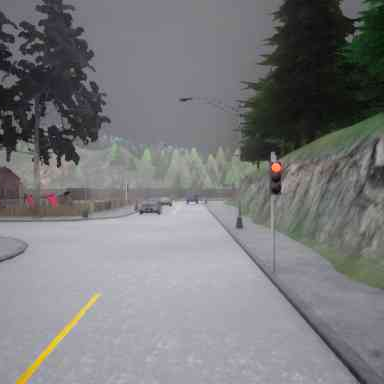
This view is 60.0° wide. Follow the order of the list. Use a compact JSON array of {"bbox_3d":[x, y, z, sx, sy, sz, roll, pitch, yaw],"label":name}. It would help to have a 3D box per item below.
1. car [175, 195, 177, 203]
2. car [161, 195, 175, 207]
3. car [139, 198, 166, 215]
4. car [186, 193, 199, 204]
[{"bbox_3d":[-3.927,1.345,67.318,2.033,1.411,5.357,0,0,0],"label":"car"},{"bbox_3d":[-4.039,1.477,50.781,1.882,1.535,5.008,0,0,0],"label":"car"},{"bbox_3d":[-4.064,1.563,33.346,1.994,1.385,4.181,0,0,0],"label":"car"},{"bbox_3d":[0.068,1.221,62.571,2.150,2.045,5.566,0,0,0],"label":"car"}]
